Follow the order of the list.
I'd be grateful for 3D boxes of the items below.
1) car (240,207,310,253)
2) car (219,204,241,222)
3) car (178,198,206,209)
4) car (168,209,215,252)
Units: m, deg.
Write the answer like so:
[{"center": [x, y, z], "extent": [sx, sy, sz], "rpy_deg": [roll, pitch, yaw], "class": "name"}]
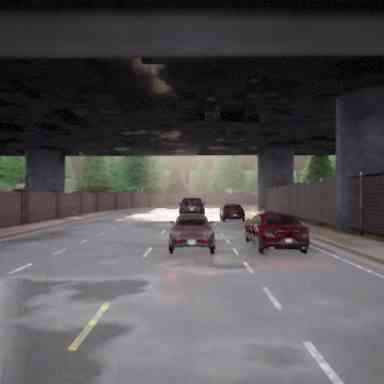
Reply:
[{"center": [3.503, 1.615, 14.483], "extent": [1.882, 1.535, 5.008], "rpy_deg": [0, 0, 0], "class": "car"}, {"center": [3.508, 1.756, 29.480], "extent": [1.882, 1.535, 5.008], "rpy_deg": [0, 0, 0], "class": "car"}, {"center": [-0.003, 1.491, 29.012], "extent": [2.150, 2.045, 5.566], "rpy_deg": [0, 0, 0], "class": "car"}, {"center": [0.002, 1.662, 14.381], "extent": [1.812, 1.442, 4.674], "rpy_deg": [0, 0, 0], "class": "car"}]
